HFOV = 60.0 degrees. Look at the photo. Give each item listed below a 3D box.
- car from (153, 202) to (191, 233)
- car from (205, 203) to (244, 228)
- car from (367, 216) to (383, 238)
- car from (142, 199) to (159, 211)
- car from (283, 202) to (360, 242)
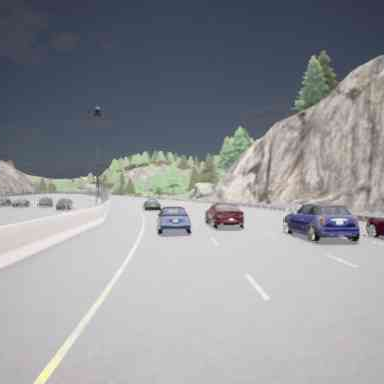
[{"bbox_3d":[-1.144,1.564,19.850,2.033,1.411,5.357,0,0,-7],"label":"car"},{"bbox_3d":[2.060,1.489,22.256,1.882,1.535,5.008,0,0,-7],"label":"car"},{"bbox_3d":[9.862,1.467,14.754,1.882,1.535,5.008,0,0,-5],"label":"car"},{"bbox_3d":[-5.142,1.605,42.201,1.994,1.385,4.181,0,0,-13],"label":"car"},{"bbox_3d":[6.196,1.351,16.471,2.097,1.767,4.553,0,0,-5],"label":"car"}]
